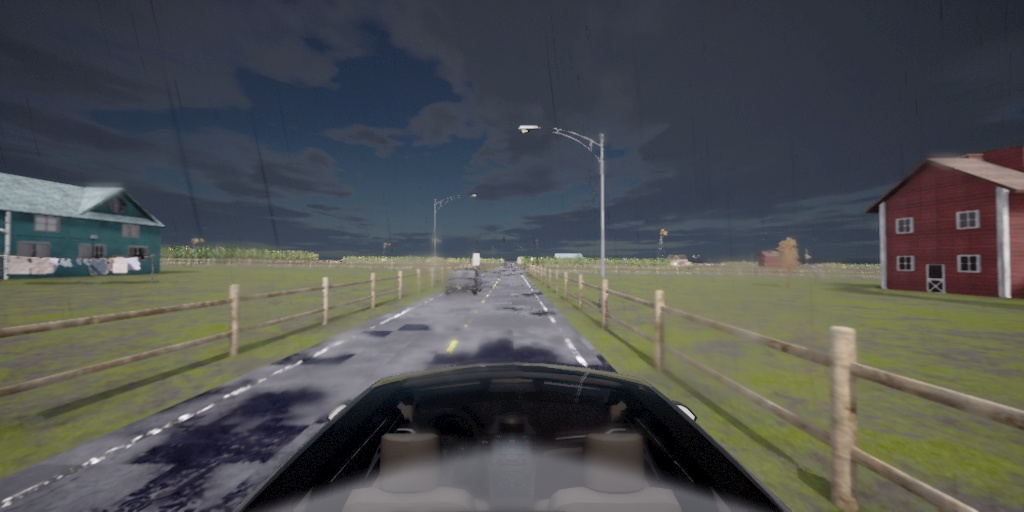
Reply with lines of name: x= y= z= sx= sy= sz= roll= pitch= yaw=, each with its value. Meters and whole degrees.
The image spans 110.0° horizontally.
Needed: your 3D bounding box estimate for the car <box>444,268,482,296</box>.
car: x=-2.862 y=1.530 z=21.888 sx=1.837 sy=1.490 sz=4.892 roll=0 pitch=-1 yaw=0
